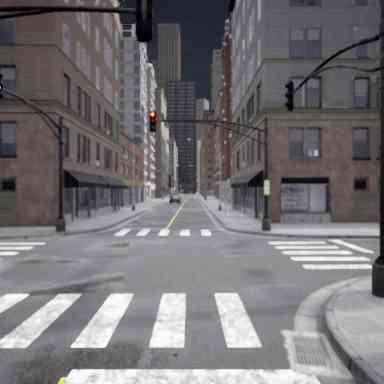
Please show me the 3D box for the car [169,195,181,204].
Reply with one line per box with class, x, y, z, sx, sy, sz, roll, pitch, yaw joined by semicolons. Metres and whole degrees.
car;-3.040;1.314;60.312;1.882;1.535;5.008;0;0;0
